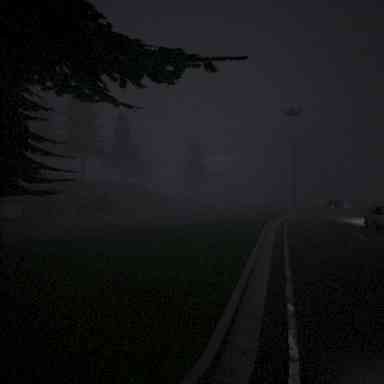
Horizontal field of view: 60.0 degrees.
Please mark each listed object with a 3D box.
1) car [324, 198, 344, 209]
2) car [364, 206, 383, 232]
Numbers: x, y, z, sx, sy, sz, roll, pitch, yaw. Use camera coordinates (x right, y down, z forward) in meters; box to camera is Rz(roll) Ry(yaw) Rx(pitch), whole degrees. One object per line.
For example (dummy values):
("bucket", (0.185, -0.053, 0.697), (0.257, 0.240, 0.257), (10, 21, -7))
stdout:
("car", (17.124, 1.328, 39.949), (1.895, 1.301, 4.718), (-1, 0, 28))
("car", (10.861, 1.434, 18.382), (1.895, 1.301, 4.718), (-1, 0, 18))
